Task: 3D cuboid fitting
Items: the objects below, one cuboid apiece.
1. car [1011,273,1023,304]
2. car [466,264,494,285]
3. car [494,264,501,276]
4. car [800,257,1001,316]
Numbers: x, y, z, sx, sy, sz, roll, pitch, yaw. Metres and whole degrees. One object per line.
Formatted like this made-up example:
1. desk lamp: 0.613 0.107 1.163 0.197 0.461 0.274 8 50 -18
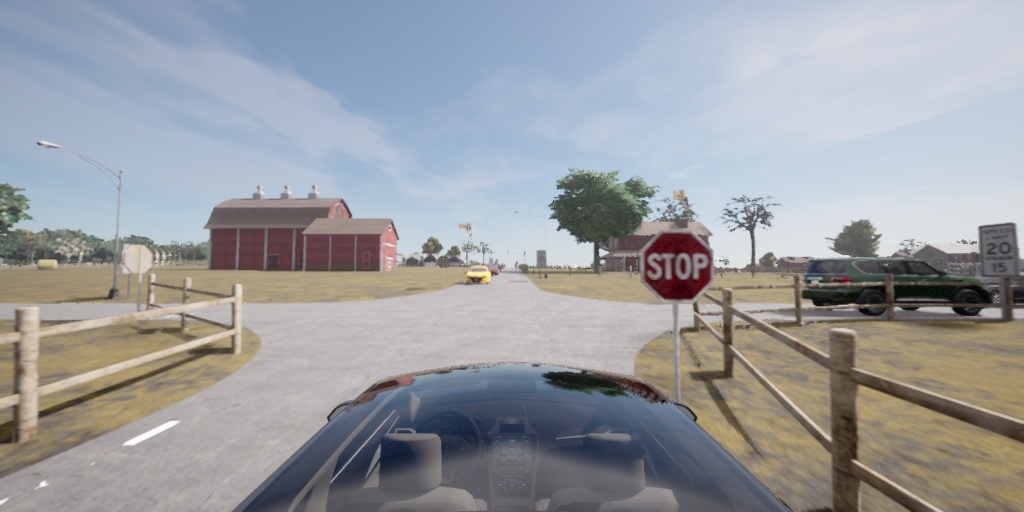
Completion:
1. car: 22.064 1.512 16.136 4.892 1.490 1.837 0 -3 0
2. car: -2.845 1.637 31.060 1.882 1.535 5.008 0 -1 0
3. car: -2.836 1.913 48.457 1.882 1.535 5.008 0 -1 0
4. car: 13.918 1.081 13.317 5.566 2.045 2.150 0 -3 0
